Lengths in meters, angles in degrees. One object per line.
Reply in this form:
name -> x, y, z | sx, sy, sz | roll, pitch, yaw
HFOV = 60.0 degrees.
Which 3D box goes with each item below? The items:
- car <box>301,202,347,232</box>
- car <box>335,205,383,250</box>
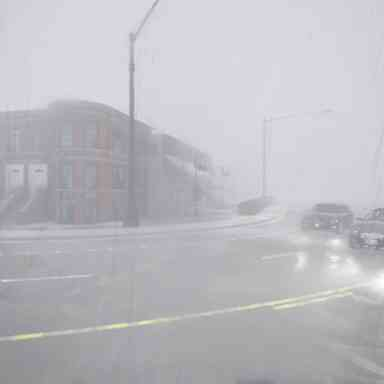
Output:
car -> 7.331, 1.316, 17.737 | 1.837, 1.490, 4.892 | 2, 2, 36
car -> 7.629, 1.364, 12.691 | 2.128, 1.511, 4.902 | 1, 1, 45
